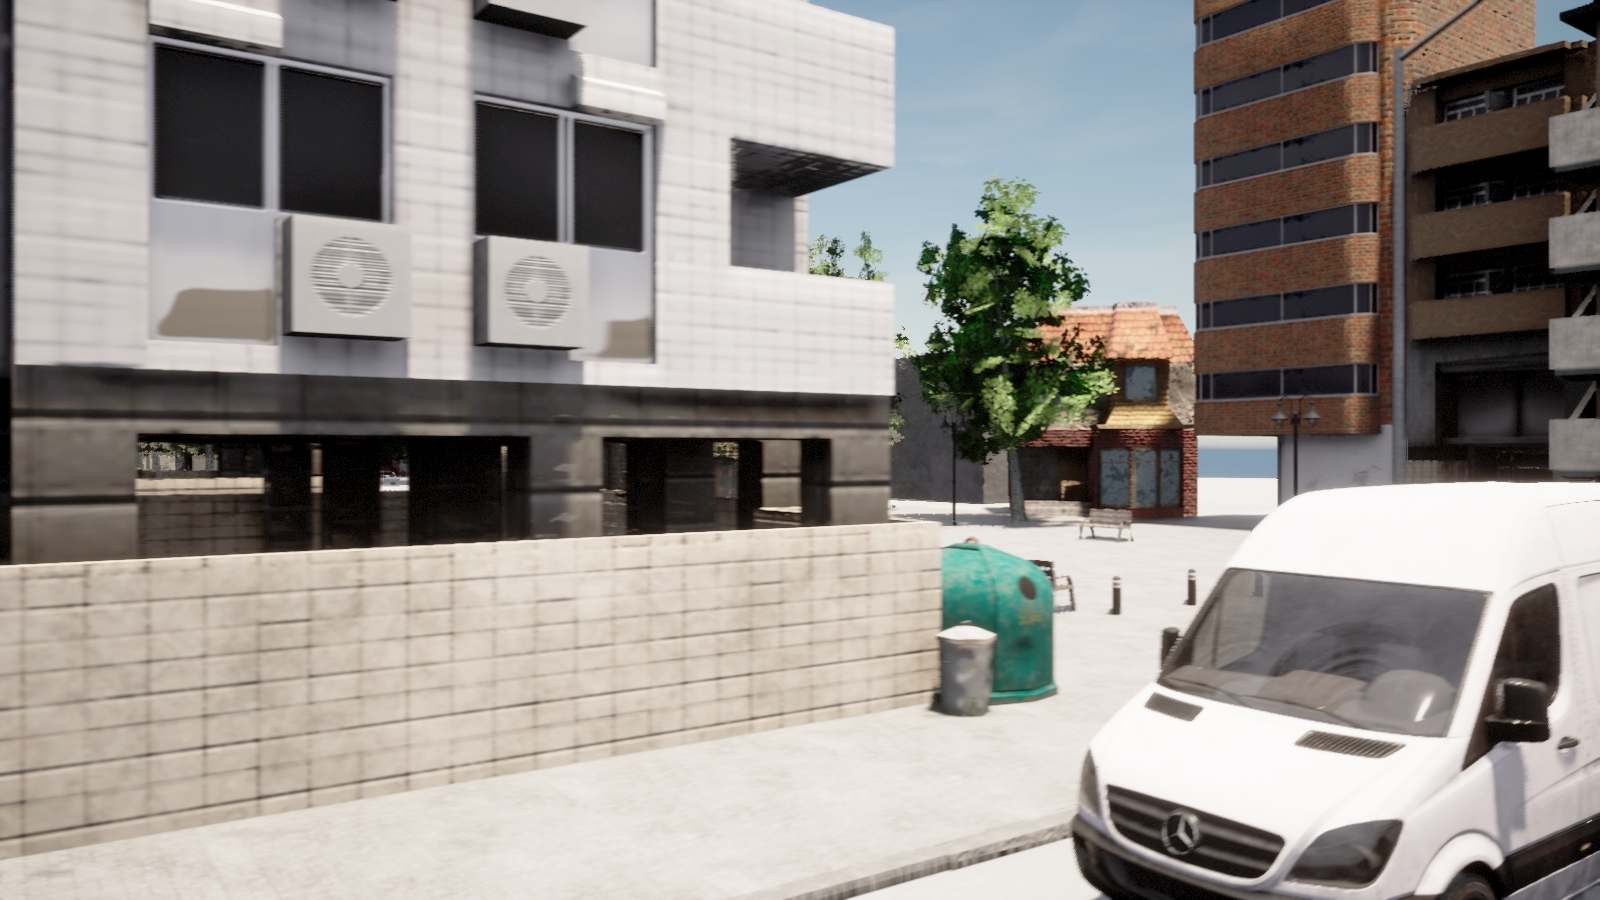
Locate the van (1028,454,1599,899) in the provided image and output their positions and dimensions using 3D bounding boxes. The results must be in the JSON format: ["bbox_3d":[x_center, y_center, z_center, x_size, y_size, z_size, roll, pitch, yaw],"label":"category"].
[{"bbox_3d":[4.312,1.314,7.514,5.915,2.561,1.988,0,0,-35],"label":"van"}]
